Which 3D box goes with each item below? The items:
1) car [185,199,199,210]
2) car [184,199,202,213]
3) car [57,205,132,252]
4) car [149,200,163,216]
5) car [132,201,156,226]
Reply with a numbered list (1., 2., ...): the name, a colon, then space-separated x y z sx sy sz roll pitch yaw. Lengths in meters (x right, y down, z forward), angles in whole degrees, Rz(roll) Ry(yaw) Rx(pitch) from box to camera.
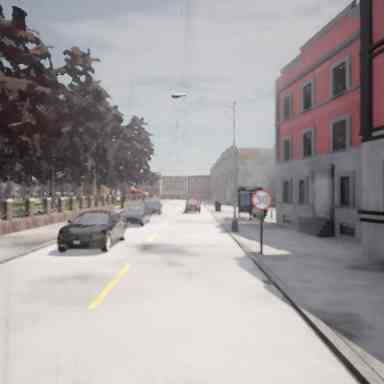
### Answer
1. car: 0.012 1.728 48.631 2.033 1.411 5.357 0 0 0
2. car: 0.109 1.668 38.299 1.812 1.442 4.674 0 0 0
3. car: -4.100 1.531 14.327 1.882 1.535 5.008 0 0 0
4. car: -4.069 1.633 34.626 1.837 1.490 4.892 0 0 0
5. car: -4.098 1.638 24.227 2.033 1.411 5.357 0 0 0
